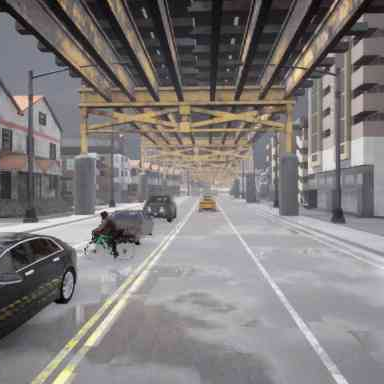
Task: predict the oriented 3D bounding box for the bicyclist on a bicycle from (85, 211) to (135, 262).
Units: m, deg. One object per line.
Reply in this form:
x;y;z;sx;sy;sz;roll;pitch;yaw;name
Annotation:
-2.662;1.453;10.716;1.656;1.620;0.582;-1;0;3;bicyclist on a bicycle

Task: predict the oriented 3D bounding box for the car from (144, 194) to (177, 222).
-2.465;1.202;26.224;2.150;2.045;5.566;0;1;3;car

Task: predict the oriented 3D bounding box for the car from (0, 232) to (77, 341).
-3.473;1.505;5.412;1.837;1.490;4.892;0;0;2;car

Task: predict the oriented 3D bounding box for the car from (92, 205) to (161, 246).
-2.976;1.547;15.713;2.033;1.411;5.357;0;0;3;car

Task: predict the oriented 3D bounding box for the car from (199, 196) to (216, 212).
1.772;1.391;38.194;1.882;1.535;5.008;0;0;3;car

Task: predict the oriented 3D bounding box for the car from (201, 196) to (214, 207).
2.237;1.316;48.590;1.837;1.490;4.892;0;1;3;car
